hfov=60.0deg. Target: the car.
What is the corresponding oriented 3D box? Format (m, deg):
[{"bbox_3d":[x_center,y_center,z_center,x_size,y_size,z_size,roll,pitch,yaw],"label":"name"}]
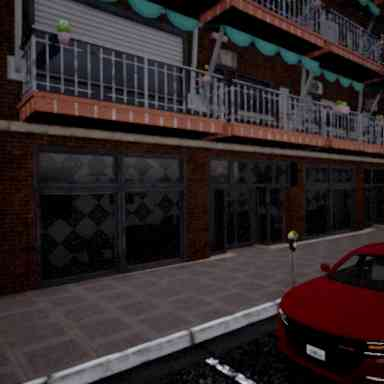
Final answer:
[{"bbox_3d":[3.130,1.493,5.026,4.507,1.381,1.887,-1,0,-38],"label":"car"}]
